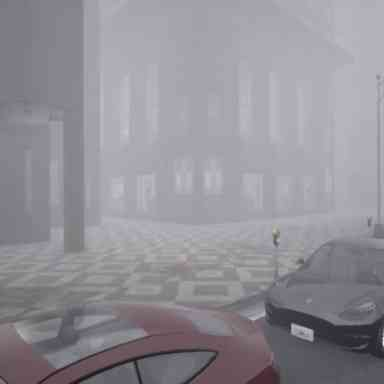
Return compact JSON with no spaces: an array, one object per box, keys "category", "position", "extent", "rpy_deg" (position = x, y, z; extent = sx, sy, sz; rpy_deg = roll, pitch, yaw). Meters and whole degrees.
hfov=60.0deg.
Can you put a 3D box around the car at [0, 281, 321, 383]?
[{"category":"car","position":[-1.014,1.583,2.210],"extent":[4.206,1.307,1.802],"rpy_deg":[0,0,-43]}]

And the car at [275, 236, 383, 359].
[{"category":"car","position":[3.105,1.550,6.058],"extent":[4.313,1.339,1.947],"rpy_deg":[0,0,-43]}]
